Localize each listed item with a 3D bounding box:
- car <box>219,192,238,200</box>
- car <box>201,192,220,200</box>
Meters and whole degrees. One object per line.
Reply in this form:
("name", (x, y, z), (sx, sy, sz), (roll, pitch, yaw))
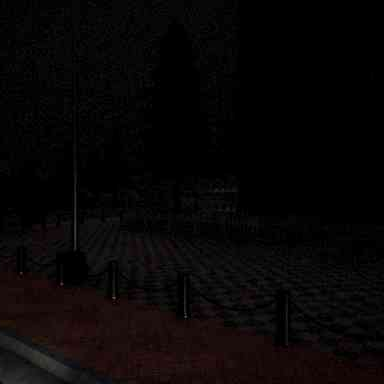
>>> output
("car", (9.593, 1.374, 84.710), (3.633, 1.501, 1.845), (0, 0, 35))
("car", (5.235, 1.384, 91.415), (3.806, 1.475, 1.970), (0, 0, 35))
